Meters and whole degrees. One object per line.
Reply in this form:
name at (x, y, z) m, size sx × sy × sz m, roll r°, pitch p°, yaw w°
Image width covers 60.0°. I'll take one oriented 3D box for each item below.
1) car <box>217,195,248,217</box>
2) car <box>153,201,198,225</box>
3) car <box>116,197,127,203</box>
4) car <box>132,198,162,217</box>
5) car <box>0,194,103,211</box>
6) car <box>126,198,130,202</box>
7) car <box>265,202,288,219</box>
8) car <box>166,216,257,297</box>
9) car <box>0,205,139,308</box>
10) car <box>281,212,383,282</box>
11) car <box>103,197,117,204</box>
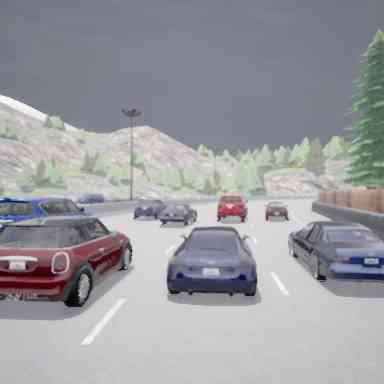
car at (3.415, 1.258, 27.566) m, size 2.150 × 2.045 × 5.566 m, roll 0°, pitch 0°, yaw 12°
car at (-0.861, 1.576, 24.139) m, size 2.033 × 1.411 × 5.357 m, roll 0°, pitch 0°, yaw 11°
car at (-10.273, 1.618, 55.685) m, size 1.994 × 1.385 × 4.181 m, roll 0°, pitch 0°, yaw 21°
car at (-3.373, 1.383, 29.124) m, size 2.097 × 1.767 × 4.553 m, roll 0°, pitch 0°, yaw 12°
car at (-5.925, 1.230, 13.740) m, size 2.150 × 2.045 × 5.566 m, roll 0°, pitch 0°, yaw 7°
car at (-7.838, 1.654, 52.253) m, size 1.895 × 1.301 × 4.718 m, roll 0°, pitch 0°, yaw 20°
car at (7.324, 1.570, 28.914) m, size 1.812 × 1.442 × 4.674 m, roll 0°, pitch 0°, yaw 13°
car at (0.573, 1.576, 8.703) m, size 1.994 × 1.385 × 4.181 m, roll 0°, pitch 0°, yaw 5°
car at (-2.988, 1.358, 8.165) m, size 2.097 × 1.767 × 4.553 m, roll 0°, pitch 0°, yaw 5°
car at (4.188, 1.565, 9.789) m, size 2.033 × 1.411 × 5.357 m, roll 0°, pitch 0°, yaw 6°
car at (-13.493, 1.578, 57.064) m, size 1.812 × 1.442 × 4.674 m, roll 0°, pitch 0°, yaw 21°
